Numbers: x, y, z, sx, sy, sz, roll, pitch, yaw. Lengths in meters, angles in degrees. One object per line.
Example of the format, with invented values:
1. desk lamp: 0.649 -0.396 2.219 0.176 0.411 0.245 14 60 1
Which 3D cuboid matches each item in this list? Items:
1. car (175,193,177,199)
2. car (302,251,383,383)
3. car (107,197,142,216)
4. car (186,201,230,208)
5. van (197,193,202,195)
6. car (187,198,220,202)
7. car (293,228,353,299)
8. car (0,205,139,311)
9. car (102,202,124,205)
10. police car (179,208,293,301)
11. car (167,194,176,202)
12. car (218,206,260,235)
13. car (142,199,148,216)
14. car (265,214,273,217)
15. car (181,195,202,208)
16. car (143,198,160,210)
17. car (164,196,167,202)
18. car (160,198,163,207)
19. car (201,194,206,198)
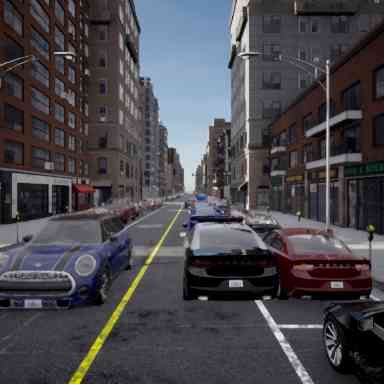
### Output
1. car: -5.545 1.556 85.136 1.887 1.381 4.507 0 0 0
2. car: 2.632 1.566 2.727 1.947 1.339 4.313 0 0 0
3. car: -5.434 1.318 24.781 2.192 1.841 5.009 0 0 0
4. car: 0.790 1.480 18.423 1.882 1.535 5.008 0 0 0
5. van: 2.490 1.352 79.478 1.690 1.788 3.998 0 0 0
6. car: 0.779 1.481 24.423 1.882 1.535 5.008 0 0 0
7. car: 2.621 1.545 8.246 1.887 1.381 4.507 0 0 0
8. car: -2.764 1.352 8.024 2.097 1.767 4.553 0 0 0
9. car: -5.419 1.527 19.095 1.752 1.417 4.829 0 0 0
10. police car: 0.712 1.426 8.514 1.930 1.638 5.238 0 0 -2
11. car: -5.535 1.562 79.455 2.008 1.369 4.403 0 0 0
12. car: 2.601 1.584 19.284 1.802 1.307 4.206 0 0 0
13. car: -5.444 1.586 30.300 1.802 1.307 4.206 0 0 0
14. car: 2.611 1.552 13.765 2.008 1.369 4.403 0 0 0
15. car: -0.063 1.498 46.417 2.128 1.511 4.902 0 0 0
16. car: -5.465 1.446 41.337 1.967 1.590 4.097 0 0 0
17. car: -5.485 1.559 52.373 2.008 1.369 4.403 0 0 0
18. car: -5.475 1.532 46.685 1.752 1.417 4.829 0 0 0
19. car: 2.550 1.447 46.878 1.967 1.590 4.097 0 0 0
